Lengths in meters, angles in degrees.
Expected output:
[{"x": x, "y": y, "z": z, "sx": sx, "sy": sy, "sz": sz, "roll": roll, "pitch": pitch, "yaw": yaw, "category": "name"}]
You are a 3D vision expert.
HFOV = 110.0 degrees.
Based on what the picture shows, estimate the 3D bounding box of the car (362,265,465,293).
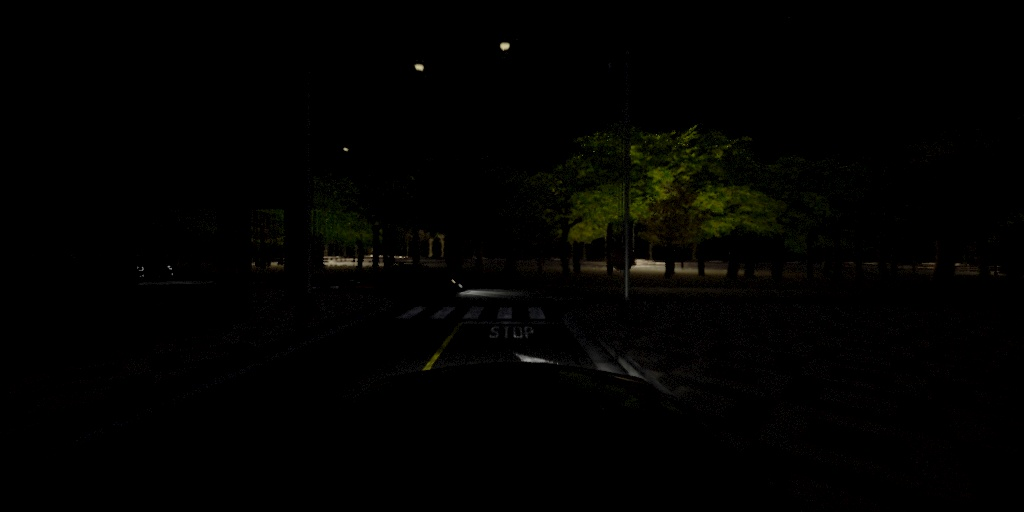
[{"x": -5.388, "y": 1.180, "z": 19.685, "sx": 5.357, "sy": 1.411, "sz": 2.033, "roll": 1, "pitch": 0, "yaw": 10, "category": "car"}]

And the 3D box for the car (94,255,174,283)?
[{"x": -24.960, "y": 0.763, "z": 23.710, "sx": 4.553, "sy": 1.767, "sz": 2.097, "roll": 1, "pitch": 0, "yaw": 14, "category": "car"}]
